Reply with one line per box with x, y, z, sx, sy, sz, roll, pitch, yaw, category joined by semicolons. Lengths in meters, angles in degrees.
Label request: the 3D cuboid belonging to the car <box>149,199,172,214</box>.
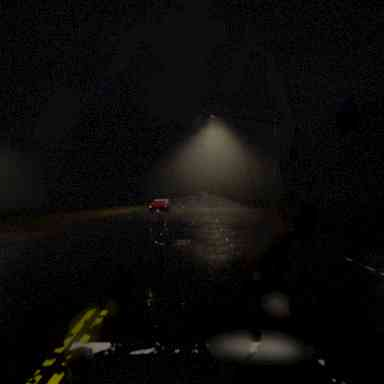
-3.191;1.428;33.655;1.895;1.301;4.718;0;1;2;car
